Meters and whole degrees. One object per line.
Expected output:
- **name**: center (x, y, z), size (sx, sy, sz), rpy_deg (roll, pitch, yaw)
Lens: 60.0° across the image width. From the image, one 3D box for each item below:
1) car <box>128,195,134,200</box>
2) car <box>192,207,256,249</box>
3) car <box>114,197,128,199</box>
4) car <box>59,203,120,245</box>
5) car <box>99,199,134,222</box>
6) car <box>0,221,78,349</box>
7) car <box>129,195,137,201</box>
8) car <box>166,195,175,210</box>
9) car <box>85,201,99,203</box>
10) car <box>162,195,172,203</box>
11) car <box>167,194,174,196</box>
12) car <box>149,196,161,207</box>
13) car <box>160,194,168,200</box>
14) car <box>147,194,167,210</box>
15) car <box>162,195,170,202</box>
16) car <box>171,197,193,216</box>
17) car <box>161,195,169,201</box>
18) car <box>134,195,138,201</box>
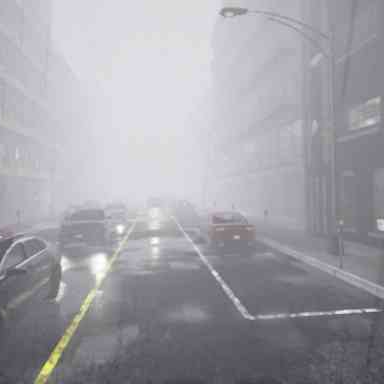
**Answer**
- **car**: center (-13.622, 1.636, 69.548), size (1.802, 1.307, 4.206), rpy_deg (-1, 0, -7)
- **car**: center (1.331, 1.479, 14.080), size (1.887, 1.381, 4.507), rpy_deg (-1, 0, -7)
- **car**: center (-11.664, 1.627, 52.613), size (1.947, 1.339, 4.313), rpy_deg (-1, 0, -7)
- **car**: center (-4.808, 1.515, 15.849), size (1.882, 1.535, 5.008), rpy_deg (-1, 0, -6)
- **car**: center (-6.013, 1.577, 26.336), size (2.033, 1.411, 5.357), rpy_deg (-1, 0, -7)
- **car**: center (-3.622, 1.536, 5.574), size (2.128, 1.511, 4.902), rpy_deg (-1, 0, -7)
- **car**: center (-16.233, 1.614, 92.127), size (1.947, 1.339, 4.313), rpy_deg (-1, 0, -7)
- **car**: center (-2.055, 1.444, 42.457), size (1.752, 1.417, 4.829), rpy_deg (-1, 0, -7)
- **car**: center (-8.399, 1.628, 24.388), size (2.008, 1.369, 4.403), rpy_deg (-1, 0, -7)
- **car**: center (-5.299, 1.457, 70.513), size (2.008, 1.369, 4.403), rpy_deg (-1, 0, -7)
- **car**: center (-3.997, 1.225, 59.223), size (2.192, 1.841, 5.009), rpy_deg (-1, 0, -7)
- **car**: center (-5.851, 1.436, 52.708), size (1.882, 1.535, 5.008), rpy_deg (-1, 0, -7)
- **car**: center (-7.911, 1.340, 93.092), size (1.967, 1.590, 4.097), rpy_deg (-1, 0, -7)
- **car**: center (-4.707, 1.316, 42.797), size (2.097, 1.767, 4.553), rpy_deg (-1, 0, -7)
- **car**: center (-5.972, 1.430, 76.327), size (1.752, 1.417, 4.829), rpy_deg (-1, 0, -7)
- **car**: center (-0.750, 1.450, 31.168), size (1.752, 1.417, 4.829), rpy_deg (-1, 0, -7)
- **car**: center (-6.605, 1.447, 81.803), size (1.887, 1.381, 4.507), rpy_deg (-1, 0, -7)
- **car**: center (-14.927, 1.617, 80.838), size (1.947, 1.339, 4.313), rpy_deg (-1, 0, -7)
